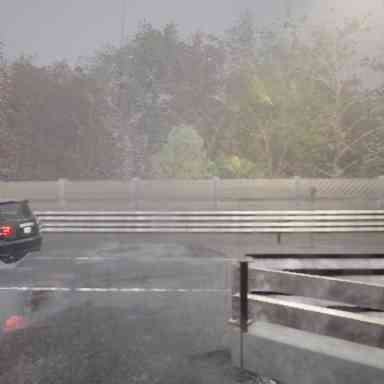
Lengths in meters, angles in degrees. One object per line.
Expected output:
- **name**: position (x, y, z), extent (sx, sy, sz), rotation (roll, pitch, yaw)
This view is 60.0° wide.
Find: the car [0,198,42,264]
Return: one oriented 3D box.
- **car**: position (-7.390, 1.237, 9.870), extent (5.566, 2.045, 2.150), rotation (-1, 0, 6)
